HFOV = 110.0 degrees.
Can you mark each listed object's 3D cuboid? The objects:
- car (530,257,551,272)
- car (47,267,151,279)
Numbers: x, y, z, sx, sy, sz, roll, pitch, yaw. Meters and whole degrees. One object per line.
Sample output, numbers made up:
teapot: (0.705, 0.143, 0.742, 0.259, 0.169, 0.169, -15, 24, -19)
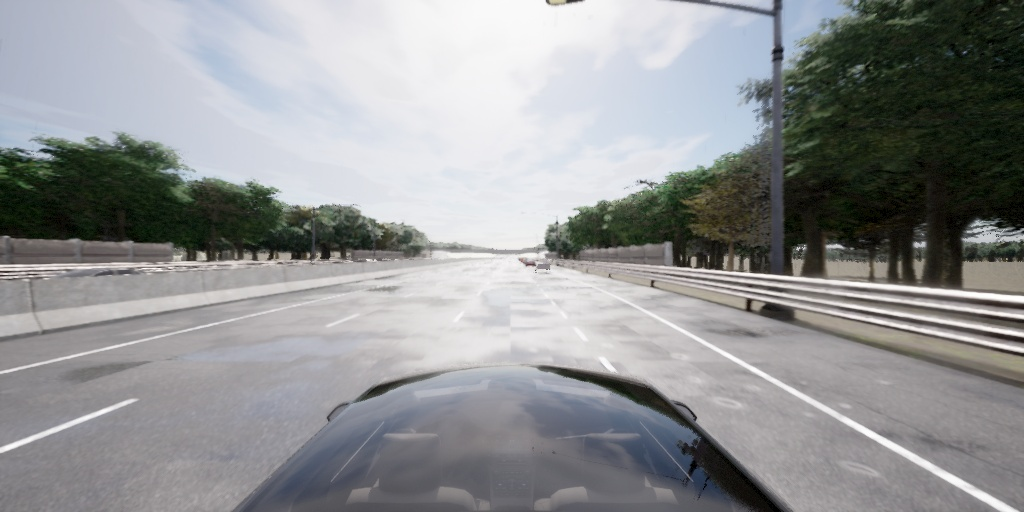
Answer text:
car: (3.523, 1.127, 42.117, 2.033, 1.411, 5.357, 0, 0, 0)
car: (-17.578, 1.261, 15.040, 1.837, 1.490, 4.892, 0, 0, 0)
